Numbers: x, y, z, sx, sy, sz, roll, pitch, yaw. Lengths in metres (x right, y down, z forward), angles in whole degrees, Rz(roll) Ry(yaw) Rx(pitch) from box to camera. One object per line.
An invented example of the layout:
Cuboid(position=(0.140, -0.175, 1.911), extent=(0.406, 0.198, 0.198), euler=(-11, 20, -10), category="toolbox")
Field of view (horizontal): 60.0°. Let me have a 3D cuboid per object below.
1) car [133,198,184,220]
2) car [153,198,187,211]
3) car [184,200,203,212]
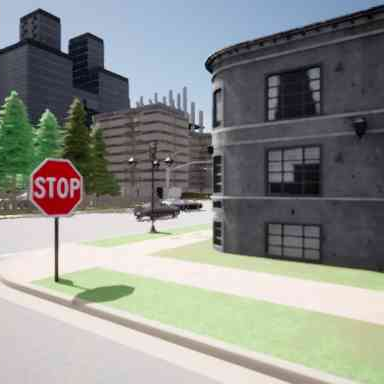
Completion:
Cuboid(position=(-2.969, 1.530, 28.077), extent=(1.812, 1.442, 4.674), euler=(0, 0, 33), category="car")
Cuboid(position=(-2.645, 1.516, 41.519), extent=(1.812, 1.442, 4.674), euler=(0, 0, 34), category="car")
Cuboid(position=(-0.766, 1.598, 38.039), extent=(1.895, 1.301, 4.718), euler=(0, 0, 34), category="car")
